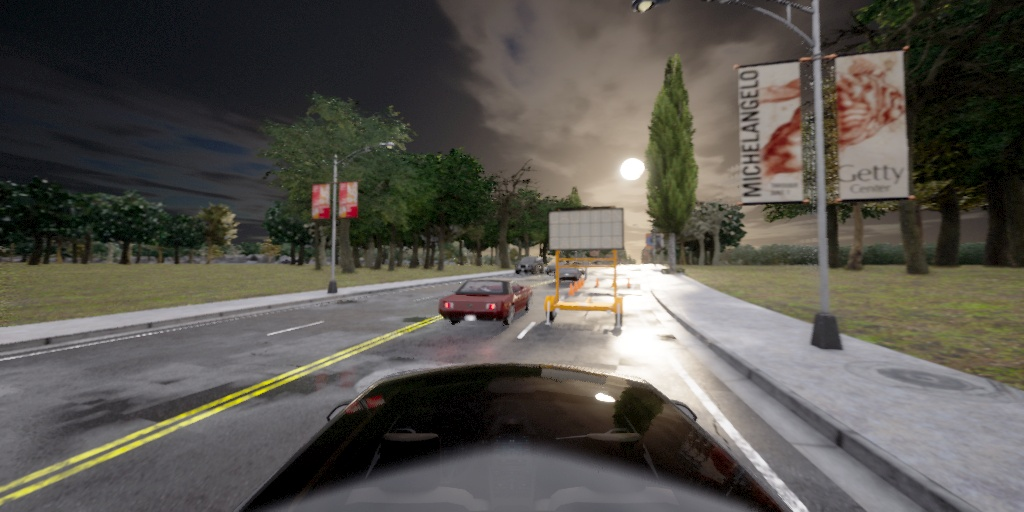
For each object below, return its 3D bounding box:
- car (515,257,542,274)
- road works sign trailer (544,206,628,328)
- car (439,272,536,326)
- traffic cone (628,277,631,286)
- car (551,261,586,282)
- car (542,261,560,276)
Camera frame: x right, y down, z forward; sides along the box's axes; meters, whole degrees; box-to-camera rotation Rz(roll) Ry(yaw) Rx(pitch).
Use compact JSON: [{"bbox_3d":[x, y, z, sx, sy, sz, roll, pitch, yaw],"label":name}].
[{"bbox_3d":[2.087,1.117,41.036,2.150,2.045,5.566,-1,0,20],"label":"car"},{"bbox_3d":[2.417,0.222,11.626,2.380,3.560,2.880,0,0,17],"label":"road works sign trailer"},{"bbox_3d":[-0.580,1.382,11.827,1.895,1.301,4.718,0,0,14],"label":"car"},{"bbox_3d":[7.692,1.698,23.620,0.340,0.580,0.340,0,0,17],"label":"traffic cone"},{"bbox_3d":[4.797,1.363,28.756,1.994,1.385,4.181,-1,0,19],"label":"car"},{"bbox_3d":[5.101,1.362,39.807,1.837,1.490,4.892,-1,0,20],"label":"car"}]
